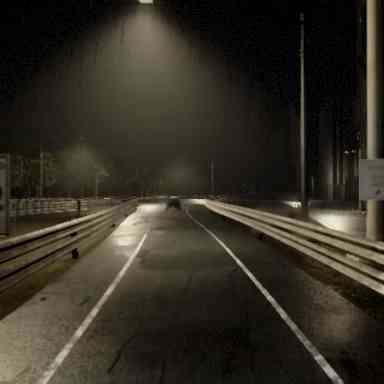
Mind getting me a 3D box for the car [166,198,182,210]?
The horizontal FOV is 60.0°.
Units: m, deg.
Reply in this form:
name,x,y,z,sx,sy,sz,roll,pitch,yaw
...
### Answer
name,x,y,z,sx,sy,sz,roll,pitch,yaw
car,-2.352,1.574,43.366,1.837,1.490,4.892,0,0,-1
